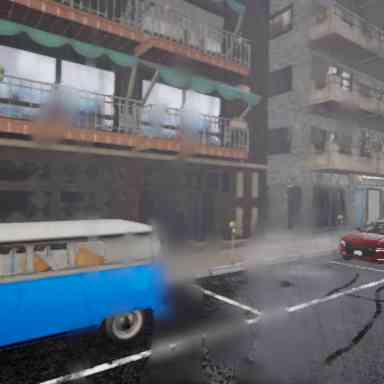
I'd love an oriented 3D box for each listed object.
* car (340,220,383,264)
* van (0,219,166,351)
[{"bbox_3d":[6.911,1.628,11.472,4.507,1.381,1.887,0,1,-35],"label":"car"},{"bbox_3d":[-2.320,1.347,4.884,3.998,1.788,1.690,0,1,-35],"label":"van"}]
